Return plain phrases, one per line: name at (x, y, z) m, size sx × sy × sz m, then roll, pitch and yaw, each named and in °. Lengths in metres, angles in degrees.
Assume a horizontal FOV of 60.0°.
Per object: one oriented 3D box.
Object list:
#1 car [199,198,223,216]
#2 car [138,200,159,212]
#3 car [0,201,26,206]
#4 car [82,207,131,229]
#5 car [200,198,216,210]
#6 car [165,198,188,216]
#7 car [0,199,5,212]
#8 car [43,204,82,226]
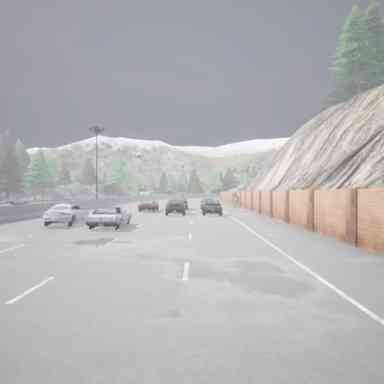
car at (1.929, 1.491, 32.708) m, size 2.128 × 1.511 × 4.902 m, roll 0°, pitch 0°, yaw 1°
car at (-5.005, 1.601, 39.001) m, size 1.895 × 1.301 × 4.718 m, roll 0°, pitch 0°, yaw 1°
car at (-19.155, 1.601, 35.536) m, size 1.895 × 1.301 × 4.718 m, roll 0°, pitch 0°, yaw 1°
car at (-5.192, 1.601, 21.354) m, size 1.895 × 1.301 × 4.718 m, roll 0°, pitch 0°, yaw 1°
car at (2.036, 1.525, 43.148) m, size 1.812 × 1.442 × 4.674 m, roll 0°, pitch 0°, yaw 1°
car at (-1.570, 1.505, 32.873) m, size 1.837 × 1.490 × 4.892 m, roll 0°, pitch 0°, yaw 0°
car at (-22.651, 1.547, 35.776) m, size 2.033 × 1.411 × 5.357 m, roll 0°, pitch 0°, yaw 1°
car at (-8.675, 1.525, 23.134) m, size 1.812 × 1.442 × 4.674 m, roll 0°, pitch 0°, yaw 1°
